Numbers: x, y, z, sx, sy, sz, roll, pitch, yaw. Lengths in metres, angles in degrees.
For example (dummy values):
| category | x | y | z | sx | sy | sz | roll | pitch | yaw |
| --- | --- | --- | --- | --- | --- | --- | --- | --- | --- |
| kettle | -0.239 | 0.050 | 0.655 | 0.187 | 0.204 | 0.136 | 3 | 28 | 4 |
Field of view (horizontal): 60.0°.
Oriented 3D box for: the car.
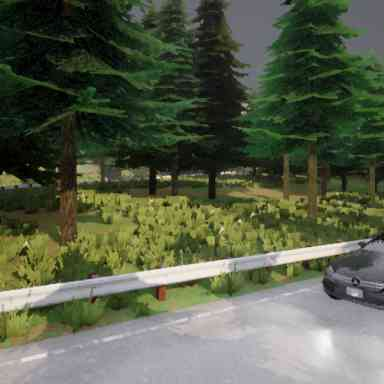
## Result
| category | x | y | z | sx | sy | sz | roll | pitch | yaw |
| --- | --- | --- | --- | --- | --- | --- | --- | --- | --- |
| car | 4.821 | 1.518 | 7.139 | 4.674 | 1.442 | 1.812 | 0 | -1 | -33 |
